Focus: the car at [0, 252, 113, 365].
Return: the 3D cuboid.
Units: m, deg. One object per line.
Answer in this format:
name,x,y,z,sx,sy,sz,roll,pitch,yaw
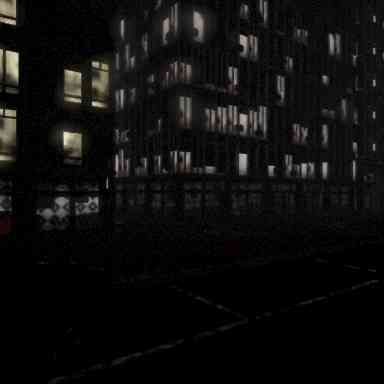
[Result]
car,-3.192,1.564,4.278,4.313,1.339,1.947,0,0,-35
